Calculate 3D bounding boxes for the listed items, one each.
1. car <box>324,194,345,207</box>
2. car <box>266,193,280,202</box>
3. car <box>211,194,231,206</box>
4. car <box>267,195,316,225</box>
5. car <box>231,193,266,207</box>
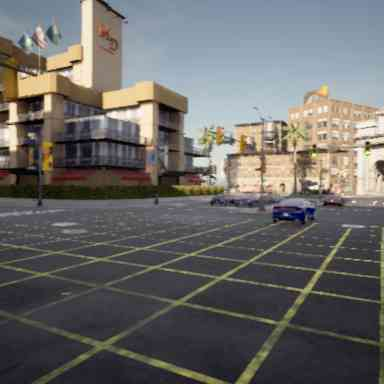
[{"bbox_3d":[16.853,0.968,39.357,1.994,1.385,4.181,1,1,30],"label":"car"},{"bbox_3d":[10.983,0.863,45.463,1.895,1.301,4.718,1,1,30],"label":"car"},{"bbox_3d":[3.865,0.879,39.980,1.994,1.385,4.181,1,1,30],"label":"car"},{"bbox_3d":[6.678,1.136,21.406,1.882,1.535,5.008,1,1,30],"label":"car"},{"bbox_3d":[6.486,0.900,37.542,1.812,1.442,4.674,1,1,30],"label":"car"}]
